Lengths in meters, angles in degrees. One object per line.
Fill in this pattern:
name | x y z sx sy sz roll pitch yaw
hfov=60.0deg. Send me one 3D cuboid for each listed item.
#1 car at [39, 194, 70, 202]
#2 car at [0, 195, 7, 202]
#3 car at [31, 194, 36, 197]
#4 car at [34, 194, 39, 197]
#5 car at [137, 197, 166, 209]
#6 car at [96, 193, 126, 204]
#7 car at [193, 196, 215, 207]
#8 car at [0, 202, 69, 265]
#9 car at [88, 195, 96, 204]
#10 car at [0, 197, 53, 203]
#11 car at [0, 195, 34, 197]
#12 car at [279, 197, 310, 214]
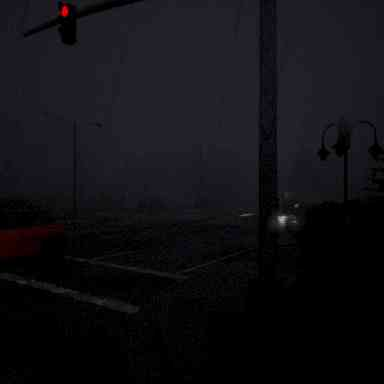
car | -26.692 1.150 65.545 2.152 1.636 5.027 0 0 35
car | -39.177 1.293 65.248 2.007 1.523 4.514 0 0 35
car | -21.194 1.317 39.629 1.845 1.501 3.633 0 0 35
car | -32.145 1.228 68.944 1.970 1.475 3.806 0 0 35
car | -5.072 1.382 41.805 1.970 1.475 3.806 0 0 35
car | -13.567 1.095 56.919 1.932 1.855 4.605 0 0 35
car | 1.611 1.372 46.196 1.845 1.501 3.633 0 0 35
car | -6.147 1.350 10.007 2.097 1.767 4.553 0 0 34
car | -16.188 1.074 58.240 1.905 1.878 3.866 0 0 35
car | -13.245 1.338 24.817 2.007 1.523 4.514 0 0 35
car | -15.851 1.329 26.565 2.152 1.636 5.027 0 0 35
car | 10.734 1.350 34.797 2.097 1.767 4.553 0 0 34
